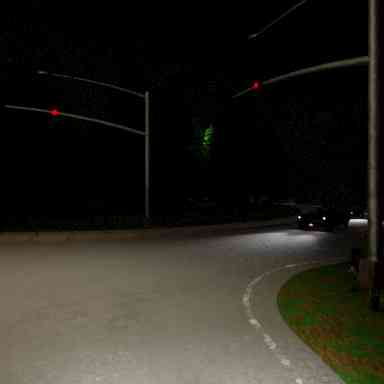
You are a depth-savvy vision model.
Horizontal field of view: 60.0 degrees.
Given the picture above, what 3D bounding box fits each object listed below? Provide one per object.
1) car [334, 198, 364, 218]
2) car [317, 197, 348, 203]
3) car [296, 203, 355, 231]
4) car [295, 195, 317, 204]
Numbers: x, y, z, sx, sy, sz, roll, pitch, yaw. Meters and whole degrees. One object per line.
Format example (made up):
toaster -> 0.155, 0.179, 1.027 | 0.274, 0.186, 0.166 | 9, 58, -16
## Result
car -> 13.811, 1.537, 29.127 | 1.994, 1.385, 4.181 | 0, 0, 22
car -> 16.522, 1.478, 39.048 | 1.837, 1.490, 4.892 | 0, 0, 8
car -> 8.311, 1.574, 20.792 | 1.895, 1.301, 4.718 | 0, 0, 42
car -> 19.488, 1.325, 56.404 | 2.097, 1.767, 4.553 | 0, 0, -16
